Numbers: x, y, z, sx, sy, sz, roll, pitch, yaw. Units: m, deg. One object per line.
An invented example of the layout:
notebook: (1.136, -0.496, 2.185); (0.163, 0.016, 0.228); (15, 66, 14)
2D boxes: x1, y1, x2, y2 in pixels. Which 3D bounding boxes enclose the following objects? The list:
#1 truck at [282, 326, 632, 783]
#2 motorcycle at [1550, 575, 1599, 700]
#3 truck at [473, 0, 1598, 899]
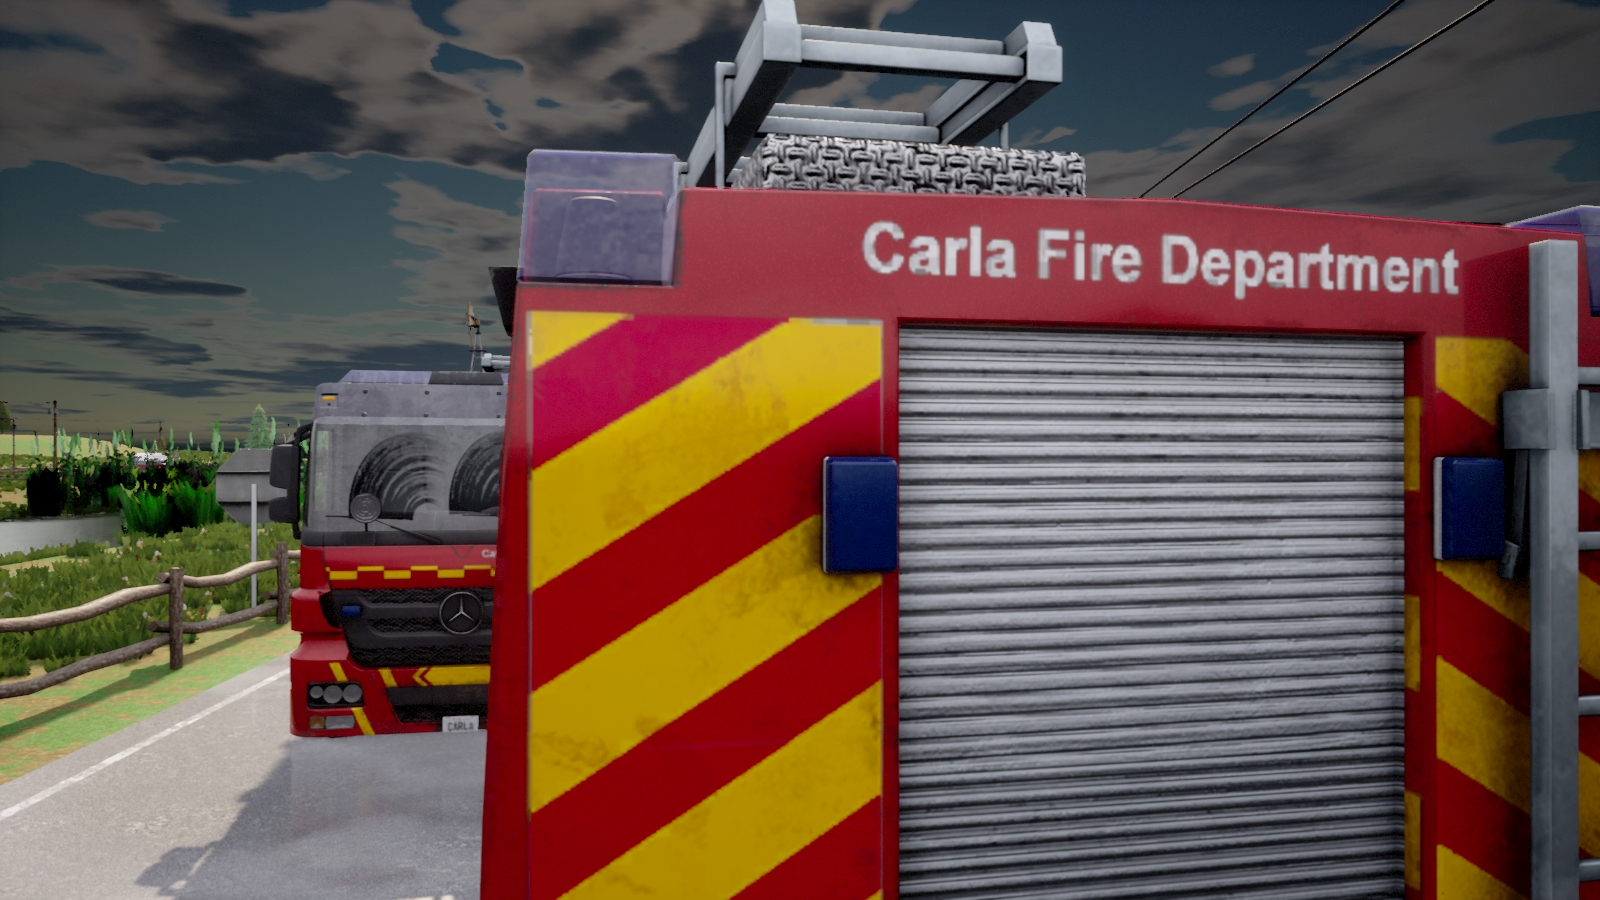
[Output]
truck: (-3.873, 0.862, 14.017); (2.891, 3.827, 8.468); (0, 0, -13)
motorcycle: (9.829, 2.143, 13.212); (1.805, 1.316, 0.856); (0, 0, -7)
truck: (-0.193, 0.865, 6.873); (2.891, 3.827, 8.468); (0, 0, -12)
